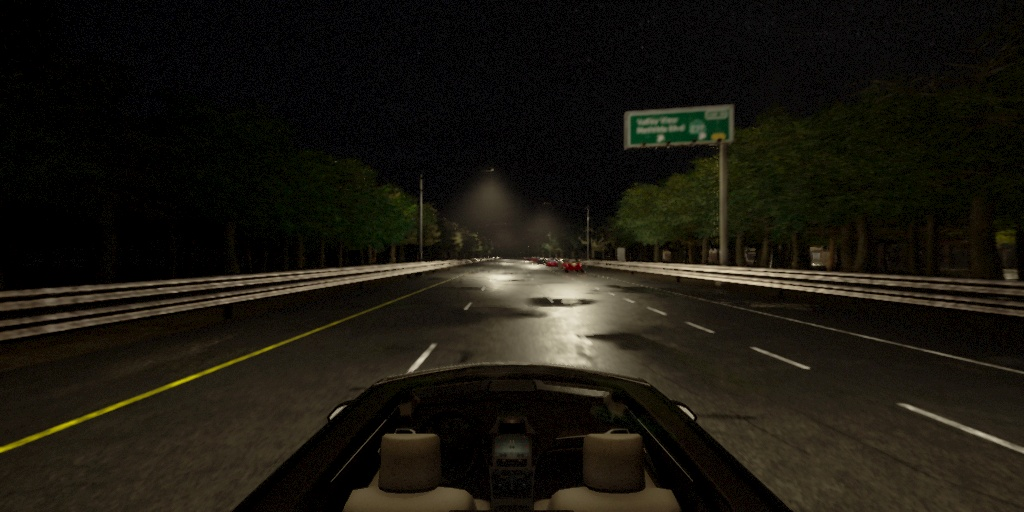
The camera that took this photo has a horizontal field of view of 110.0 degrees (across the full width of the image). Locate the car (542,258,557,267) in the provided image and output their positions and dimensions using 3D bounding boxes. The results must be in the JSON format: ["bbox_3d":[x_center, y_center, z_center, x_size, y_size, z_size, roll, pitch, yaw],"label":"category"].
[{"bbox_3d":[7.029,1.325,63.762,1.994,1.385,4.181,0,0,0],"label":"car"}]

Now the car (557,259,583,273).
[{"bbox_3d":[7.019,1.110,42.691,2.097,1.767,4.553,0,0,0],"label":"car"}]
